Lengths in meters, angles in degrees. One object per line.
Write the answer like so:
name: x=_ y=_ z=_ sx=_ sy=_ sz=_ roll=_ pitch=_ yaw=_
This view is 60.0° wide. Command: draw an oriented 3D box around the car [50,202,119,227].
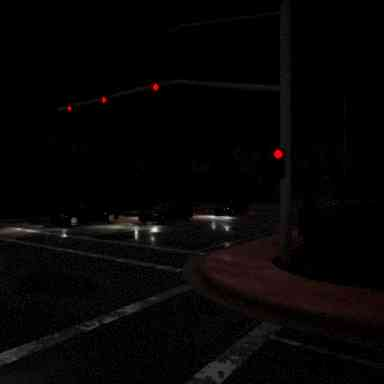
car: x=-7.385 y=1.473 z=23.276 sx=1.882 sy=1.535 sz=5.008 roll=0 pitch=0 yaw=36

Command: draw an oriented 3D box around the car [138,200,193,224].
car: x=-1.869 y=1.474 z=24.967 sx=1.882 sy=1.535 sz=5.008 roll=0 pitch=0 yaw=36

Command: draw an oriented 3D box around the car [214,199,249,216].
car: x=3.992 y=1.501 z=33.105 sx=1.837 sy=1.490 sz=4.892 roll=0 pitch=0 yaw=36

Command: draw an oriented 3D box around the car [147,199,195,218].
car: x=-1.853 y=1.500 z=30.991 sx=1.837 sy=1.490 sz=4.892 roll=0 pitch=0 yaw=36
